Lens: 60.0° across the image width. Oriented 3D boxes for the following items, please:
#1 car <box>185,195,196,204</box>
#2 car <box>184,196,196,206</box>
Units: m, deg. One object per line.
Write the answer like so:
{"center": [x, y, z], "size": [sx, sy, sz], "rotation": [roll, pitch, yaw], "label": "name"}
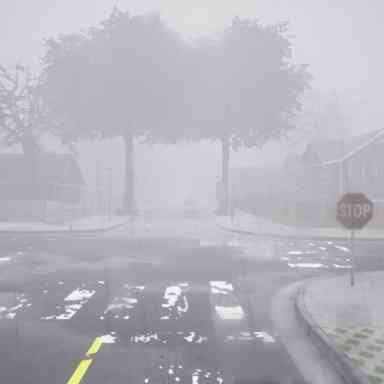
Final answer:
{"center": [-0.345, 1.503, 66.841], "size": [2.097, 1.767, 4.553], "rotation": [0, 0, 0], "label": "car"}
{"center": [-0.293, 1.678, 56.822], "size": [1.994, 1.385, 4.181], "rotation": [0, 0, 0], "label": "car"}
